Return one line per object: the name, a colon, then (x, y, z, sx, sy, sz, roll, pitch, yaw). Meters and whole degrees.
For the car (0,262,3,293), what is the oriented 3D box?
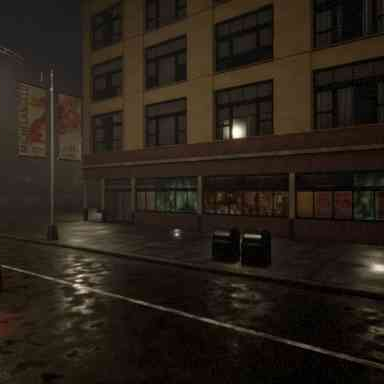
car: (-5.825, 1.564, 7.717, 1.994, 1.385, 4.181, 0, 0, -40)
